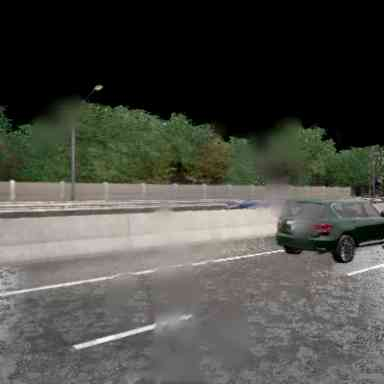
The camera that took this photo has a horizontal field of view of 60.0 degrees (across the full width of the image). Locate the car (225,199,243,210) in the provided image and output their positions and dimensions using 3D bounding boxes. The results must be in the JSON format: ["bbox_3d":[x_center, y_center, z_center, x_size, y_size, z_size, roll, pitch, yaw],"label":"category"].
[{"bbox_3d":[5.962,1.583,38.438,4.674,1.442,1.812,0,0,-35],"label":"car"}]

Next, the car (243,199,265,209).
[{"bbox_3d":[8.012,1.578,35.602,4.674,1.442,1.812,0,0,-36],"label":"car"}]

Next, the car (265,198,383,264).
[{"bbox_3d":[5.458,1.235,12.102,5.566,2.045,2.150,0,0,-36],"label":"car"}]

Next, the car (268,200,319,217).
[{"bbox_3d":[10.065,1.595,32.773,5.357,1.411,2.033,0,0,-36],"label":"car"}]

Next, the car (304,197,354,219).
[{"bbox_3d":[12.433,1.396,30.158,4.553,1.767,2.097,0,0,-36],"label":"car"}]
